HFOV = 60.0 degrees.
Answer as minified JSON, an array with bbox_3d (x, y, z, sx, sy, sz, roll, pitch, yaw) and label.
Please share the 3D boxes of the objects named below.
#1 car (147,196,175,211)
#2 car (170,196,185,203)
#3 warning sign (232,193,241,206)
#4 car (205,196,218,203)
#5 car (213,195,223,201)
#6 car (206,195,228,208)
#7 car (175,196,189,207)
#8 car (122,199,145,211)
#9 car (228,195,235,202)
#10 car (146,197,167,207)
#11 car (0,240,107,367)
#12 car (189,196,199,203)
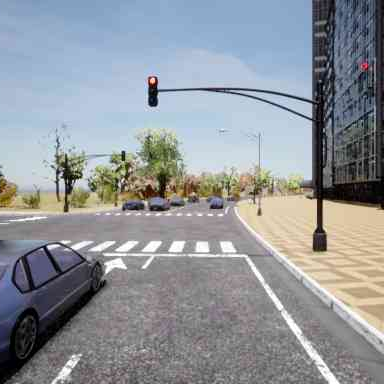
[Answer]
[{"bbox_3d":[-3.923,1.547,41.486,2.033,1.411,5.357,0,0,7],"label":"car"},{"bbox_3d":[-2.943,1.554,68.256,2.033,1.411,5.357,0,0,11],"label":"car"},{"bbox_3d":[6.466,1.122,48.263,1.300,1.860,1.060,0,0,8],"label":"warning sign"},{"bbox_3d":[4.199,1.559,70.833,1.994,1.385,4.181,0,0,12],"label":"car"},{"bbox_3d":[6.319,1.392,80.540,1.812,1.442,4.674,0,0,14],"label":"car"},{"bbox_3d":[3.684,1.552,48.068,2.033,1.411,5.357,0,0,8],"label":"car"},{"bbox_3d":[-2.374,1.551,52.768,2.033,1.411,5.357,0,0,9],"label":"car"},{"bbox_3d":[-7.210,1.563,41.211,1.994,1.385,4.181,0,0,7],"label":"car"},{"bbox_3d":[9.629,1.546,80.413,2.128,1.511,4.902,0,0,14],"label":"car"},{"bbox_3d":[-5.640,1.549,52.938,2.033,1.411,5.357,0,0,8],"label":"car"},{"bbox_3d":[-3.036,1.547,5.722,2.033,1.411,5.357,0,0,1],"label":"car"},{"bbox_3d":[0.273,1.515,67.805,1.837,1.490,4.892,0,0,11],"label":"car"}]
